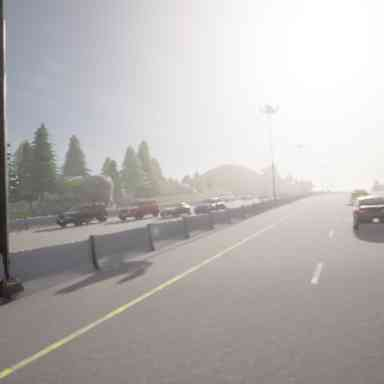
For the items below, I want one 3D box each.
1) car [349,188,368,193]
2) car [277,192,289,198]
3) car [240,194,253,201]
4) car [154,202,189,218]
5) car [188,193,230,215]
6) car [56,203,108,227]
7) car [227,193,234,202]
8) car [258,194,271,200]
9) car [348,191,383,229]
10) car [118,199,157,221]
[{"bbox_3d":[19.643,0.293,39.174,1.882,1.535,5.008,-4,0,25],"label":"car"},{"bbox_3d":[19.740,0.604,72.343,1.895,1.301,4.718,-4,-1,25],"label":"car"},{"bbox_3d":[11.896,1.179,72.082,1.994,1.385,4.181,-4,-1,25],"label":"car"},{"bbox_3d":[-1.668,1.875,35.342,1.812,1.442,4.674,-4,0,25],"label":"car"},{"bbox_3d":[1.848,1.438,34.635,2.097,1.767,4.553,-4,0,25],"label":"car"},{"bbox_3d":[-10.659,2.210,32.718,2.150,2.045,5.566,-4,0,25],"label":"car"},{"bbox_3d":[7.051,1.218,70.042,2.150,2.045,5.566,-4,-1,25],"label":"car"},{"bbox_3d":[15.648,1.020,71.832,1.895,1.301,4.718,-4,-1,25],"label":"car"},{"bbox_3d":[9.181,0.945,16.983,1.837,1.490,4.892,-4,0,25],"label":"car"},{"bbox_3d":[-5.524,1.852,35.401,2.150,2.045,5.566,-4,0,26],"label":"car"}]
